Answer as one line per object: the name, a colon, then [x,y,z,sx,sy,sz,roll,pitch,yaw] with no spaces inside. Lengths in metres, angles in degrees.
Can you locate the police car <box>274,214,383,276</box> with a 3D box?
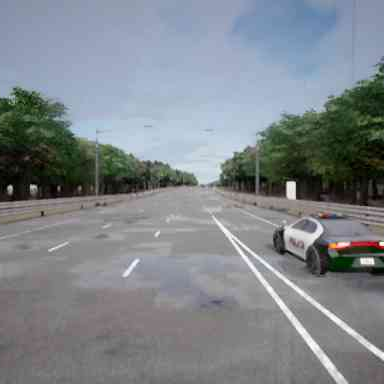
police car: [4.020,1.435,10.269,2.038,1.542,4.974,0,1,-3]
